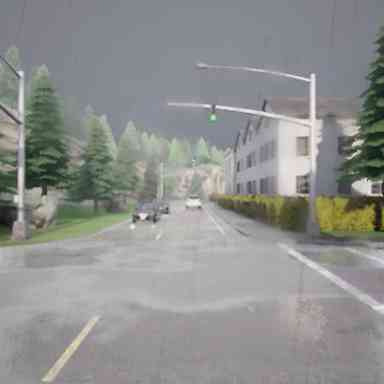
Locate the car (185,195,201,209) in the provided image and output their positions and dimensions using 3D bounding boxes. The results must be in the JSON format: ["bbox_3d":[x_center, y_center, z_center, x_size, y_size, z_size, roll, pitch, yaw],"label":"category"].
[{"bbox_3d":[0.166,1.435,48.963,2.150,2.045,5.566,0,0,-1],"label":"car"}]

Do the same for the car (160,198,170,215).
[{"bbox_3d":[-3.553,1.511,36.571,2.097,1.767,4.553,0,0,0],"label":"car"}]

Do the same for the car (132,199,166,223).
[{"bbox_3d":[-3.574,1.608,26.779,2.128,1.511,4.902,0,0,0],"label":"car"}]
